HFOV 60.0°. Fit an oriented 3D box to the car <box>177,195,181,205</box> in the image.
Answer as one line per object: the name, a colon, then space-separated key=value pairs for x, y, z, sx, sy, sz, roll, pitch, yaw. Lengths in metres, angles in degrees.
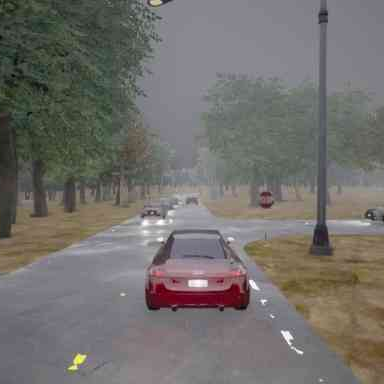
car: x=-3.186 y=1.396 z=53.921 sx=2.033 sy=1.411 sz=5.357 roll=0 pitch=0 yaw=0

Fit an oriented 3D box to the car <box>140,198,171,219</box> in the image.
car: x=-3.166 y=1.509 z=28.208 sx=1.994 sy=1.385 sz=4.181 roll=1 pitch=0 yaw=0

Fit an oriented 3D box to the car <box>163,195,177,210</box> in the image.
car: x=-3.194 y=1.418 z=40.418 sx=1.837 sy=1.490 sz=4.892 roll=0 pitch=0 yaw=0

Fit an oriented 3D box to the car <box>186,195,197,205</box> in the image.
car: x=-0.035 y=1.337 z=56.646 sx=1.837 sy=1.490 sz=4.892 roll=0 pitch=0 yaw=0

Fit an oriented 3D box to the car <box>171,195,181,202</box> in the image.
car: x=-3.163 y=1.297 z=67.653 sx=1.812 sy=1.442 sz=4.674 roll=0 pitch=1 yaw=0

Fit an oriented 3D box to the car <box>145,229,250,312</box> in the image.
car: x=0.090 y=1.558 z=7.796 sx=1.994 sy=1.385 sz=4.181 roll=0 pitch=0 yaw=0

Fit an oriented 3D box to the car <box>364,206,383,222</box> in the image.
car: x=13.896 y=1.346 z=22.252 sx=4.181 sy=1.385 sz=1.994 roll=-1 pitch=1 yaw=2
